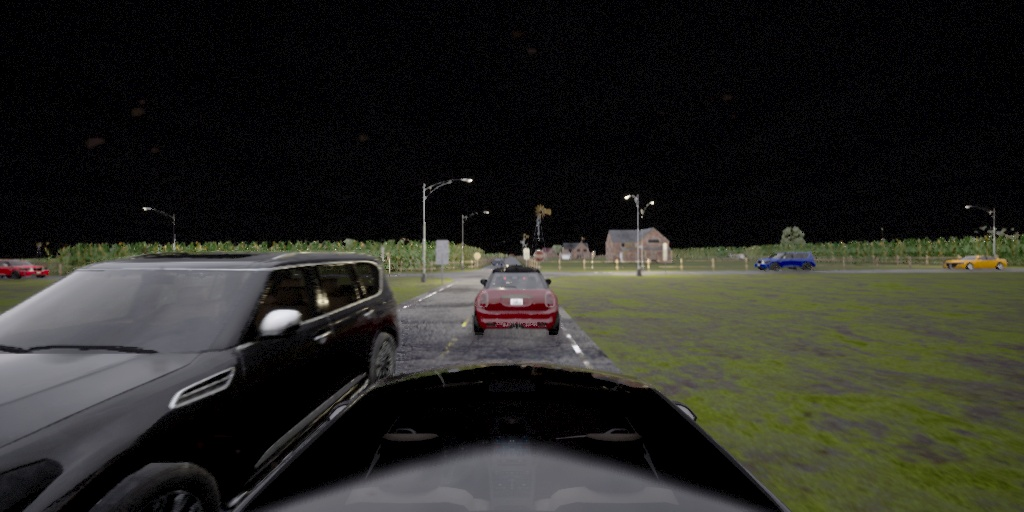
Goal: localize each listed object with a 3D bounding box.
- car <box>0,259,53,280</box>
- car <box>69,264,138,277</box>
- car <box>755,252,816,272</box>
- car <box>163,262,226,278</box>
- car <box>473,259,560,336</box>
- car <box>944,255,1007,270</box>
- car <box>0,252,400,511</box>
[{"bbox_3d":[-51.936,1.397,37.309,5.566,2.045,2.150,-1,0,1],"label":"car"},{"bbox_3d":[-45.452,1.607,39.969,5.357,1.411,2.033,-1,0,1],"label":"car"},{"bbox_3d":[29.385,0.608,38.609,5.566,2.045,2.150,0,0,1],"label":"car"},{"bbox_3d":[-32.572,1.443,36.847,4.892,1.490,1.837,0,0,1],"label":"car"},{"bbox_3d":[0.111,1.077,10.476,2.097,1.767,4.553,0,0,0],"label":"car"},{"bbox_3d":[49.216,0.697,38.141,5.008,1.535,1.882,0,0,1],"label":"car"},{"bbox_3d":[-2.848,0.966,3.536,2.150,2.045,5.566,0,0,0],"label":"car"}]
